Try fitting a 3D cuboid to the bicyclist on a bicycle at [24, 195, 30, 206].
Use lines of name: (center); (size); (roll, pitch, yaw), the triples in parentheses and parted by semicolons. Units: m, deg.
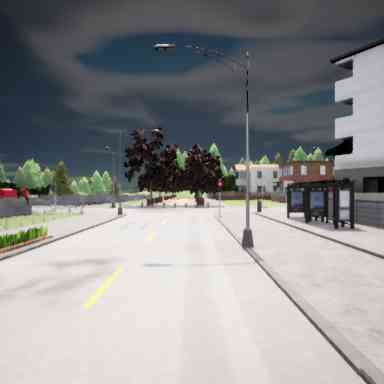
bicyclist on a bicycle: (-23.434, 1.324, 47.185); (0.582, 1.620, 1.656); (0, 0, 0)
